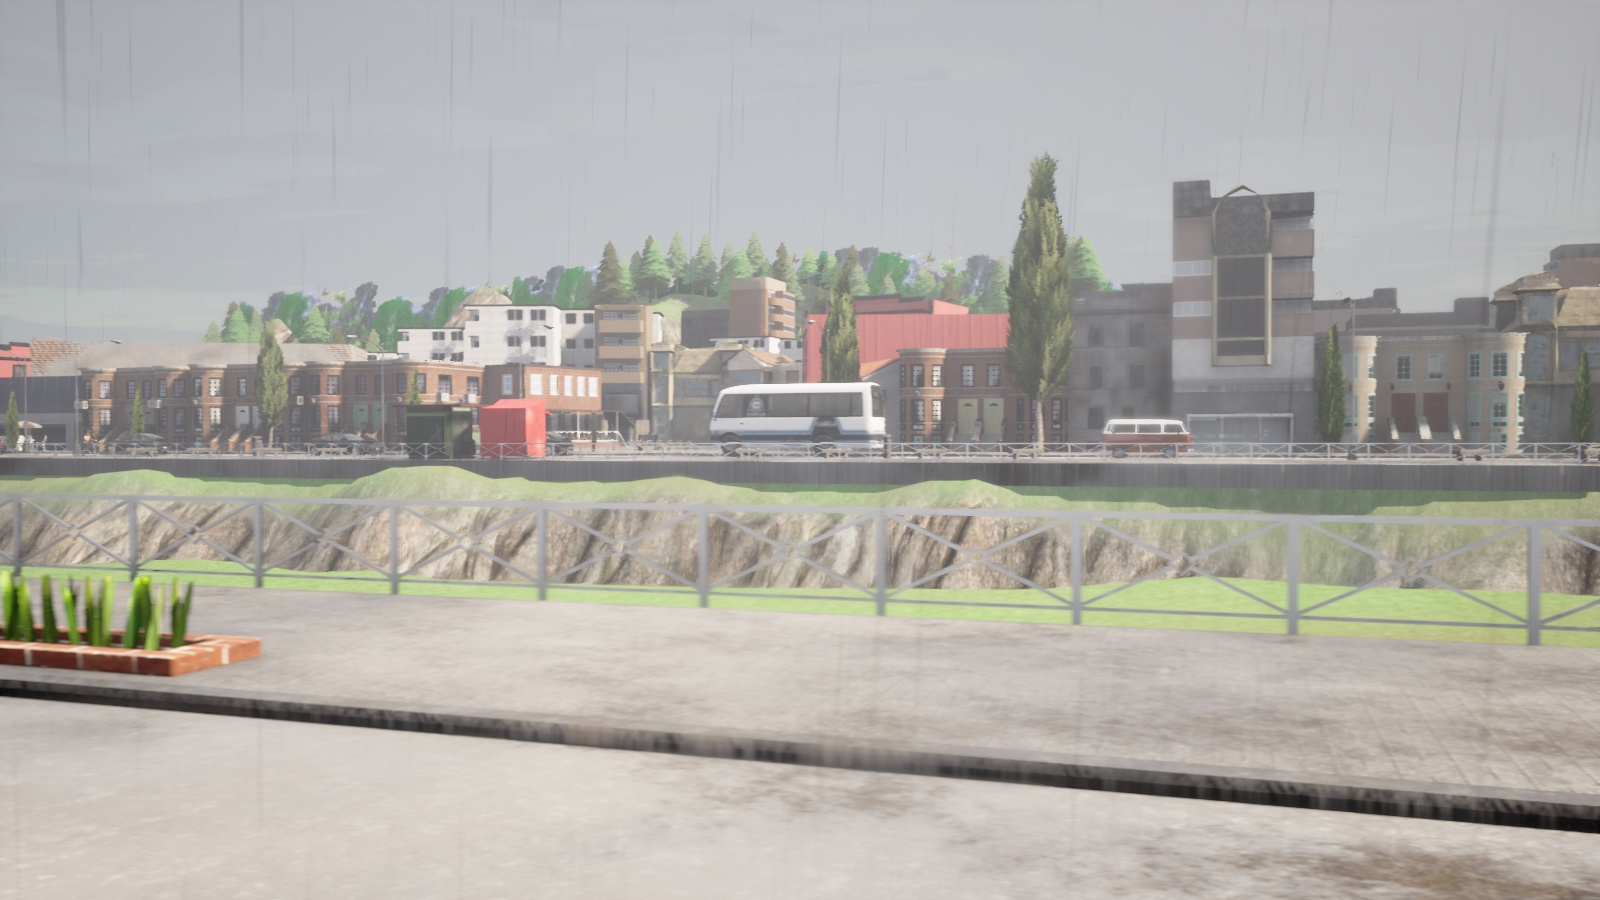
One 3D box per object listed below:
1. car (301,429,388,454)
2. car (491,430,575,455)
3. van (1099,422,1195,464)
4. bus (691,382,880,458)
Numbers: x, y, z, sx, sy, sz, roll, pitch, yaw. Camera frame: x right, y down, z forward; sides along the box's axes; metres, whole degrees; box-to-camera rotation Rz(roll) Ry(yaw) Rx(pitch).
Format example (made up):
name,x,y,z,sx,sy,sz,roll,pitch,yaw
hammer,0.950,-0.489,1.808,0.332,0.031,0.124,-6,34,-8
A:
name,x,y,z,sx,sy,sz,roll,pitch,yaw
car,-28.436,-0.558,78.383,5.008,1.535,1.882,1,1,19
car,-16.738,-0.491,78.670,4.892,1.490,1.837,1,1,19
van,17.414,-0.393,62.968,4.480,2.038,2.069,1,1,19
bus,-0.847,-1.727,73.318,10.273,4.253,3.944,1,1,19
